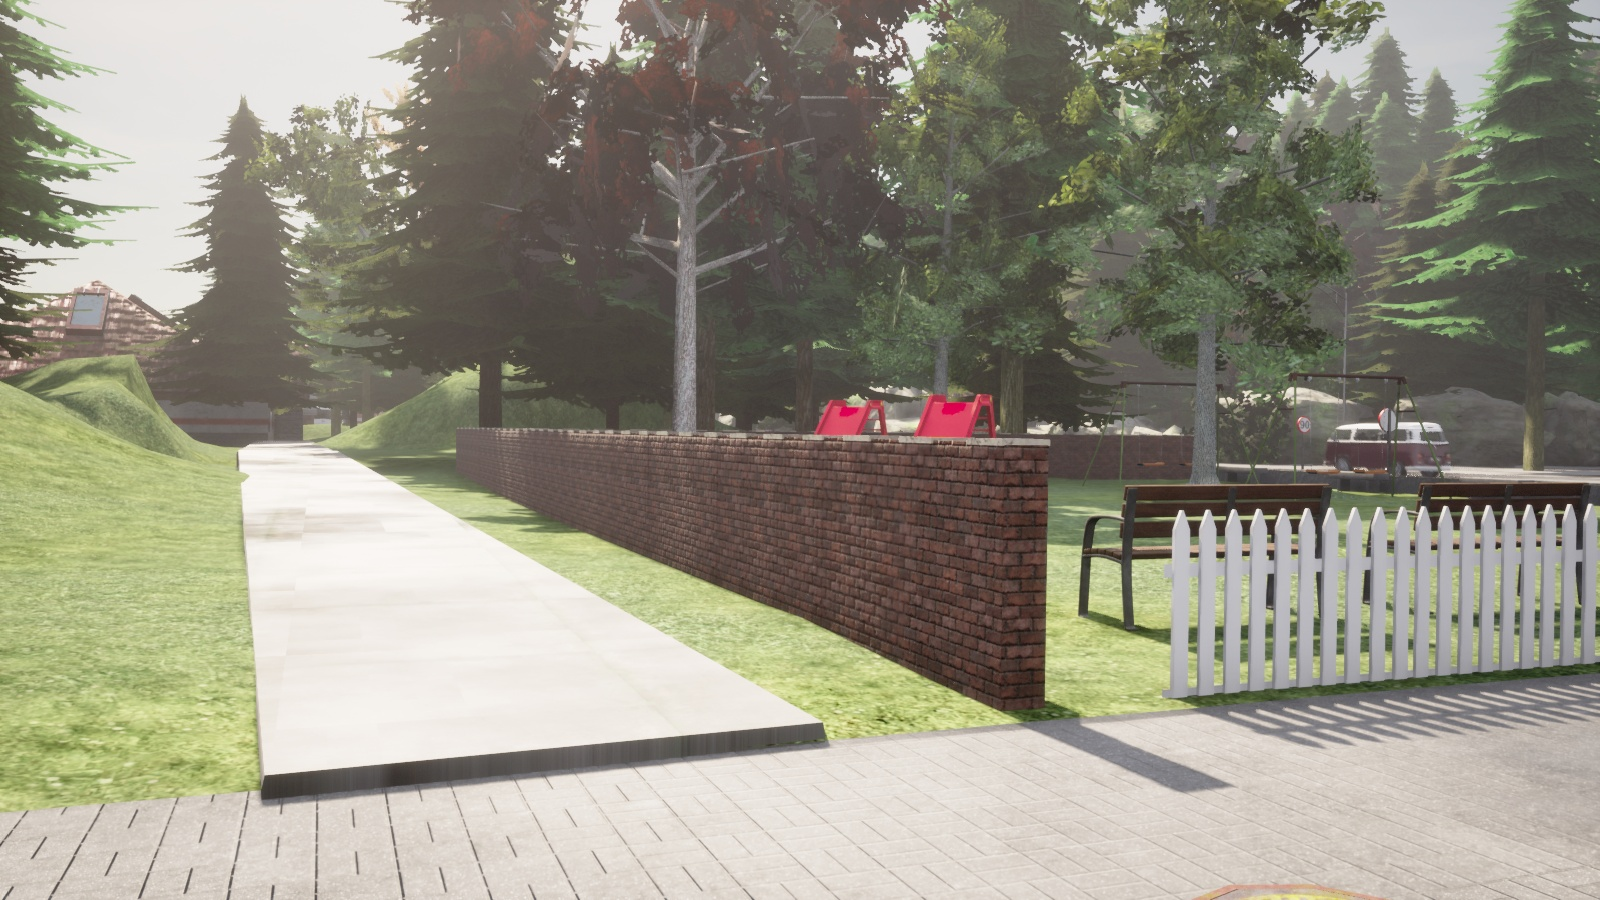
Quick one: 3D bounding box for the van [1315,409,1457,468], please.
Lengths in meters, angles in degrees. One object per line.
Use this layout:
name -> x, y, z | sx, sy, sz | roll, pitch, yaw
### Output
van -> 21.193, -0.448, 45.610 | 2.069, 2.038, 4.480 | -1, 1, -21
